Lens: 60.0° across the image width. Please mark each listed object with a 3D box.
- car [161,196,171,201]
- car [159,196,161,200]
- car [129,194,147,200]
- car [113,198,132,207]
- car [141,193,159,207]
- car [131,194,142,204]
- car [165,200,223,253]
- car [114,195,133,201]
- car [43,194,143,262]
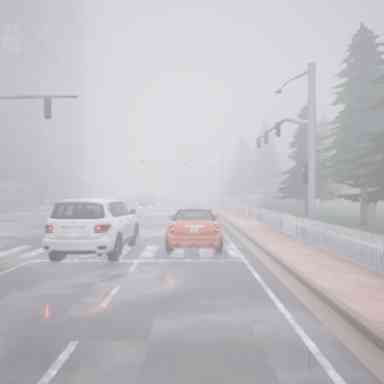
[{"bbox_3d":[-7.236,1.580,82.711,2.033,1.411,5.357,0,0,-39],"label":"car"},{"bbox_3d":[-8.168,1.559,69.234,1.812,1.442,4.674,0,0,-14],"label":"car"},{"bbox_3d":[-14.723,1.313,89.985,4.553,1.767,2.097,0,0,32],"label":"car"},{"bbox_3d":[-10.625,1.589,51.360,1.994,1.385,4.181,0,0,0],"label":"car"},{"bbox_3d":[-7.125,1.241,53.844,2.150,2.045,5.566,0,1,1],"label":"car"},{"bbox_3d":[-11.148,1.387,66.542,2.097,1.767,4.553,0,0,-11],"label":"car"},{"bbox_3d":[0.080,1.358,13.837,2.097,1.767,4.553,0,0,0],"label":"car"},{"bbox_3d":[-18.155,1.515,88.085,5.008,1.535,1.882,0,0,32],"label":"car"},{"bbox_3d":[-3.419,1.227,12.253,2.150,2.045,5.566,0,0,0],"label":"car"}]
